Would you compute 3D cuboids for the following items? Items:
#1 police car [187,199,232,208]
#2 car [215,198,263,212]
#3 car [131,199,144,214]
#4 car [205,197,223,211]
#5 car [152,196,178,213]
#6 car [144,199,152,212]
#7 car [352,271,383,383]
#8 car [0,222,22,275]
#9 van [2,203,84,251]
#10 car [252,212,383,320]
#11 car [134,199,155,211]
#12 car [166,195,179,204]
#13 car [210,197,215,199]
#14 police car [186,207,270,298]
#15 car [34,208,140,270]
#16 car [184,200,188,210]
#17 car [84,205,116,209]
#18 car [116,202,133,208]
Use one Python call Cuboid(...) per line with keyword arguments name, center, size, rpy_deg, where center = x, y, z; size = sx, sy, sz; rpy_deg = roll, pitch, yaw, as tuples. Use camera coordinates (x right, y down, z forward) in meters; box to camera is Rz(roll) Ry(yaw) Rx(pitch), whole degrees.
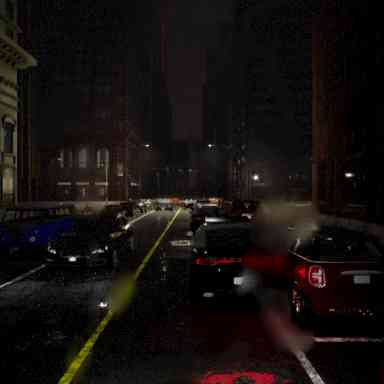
Cuboid(name="police car", center=(0.838, 1.429, 18.679), size=(1.930, 1.638, 5.238), rpy_deg=(0, 0, 0))
Cuboid(name="car", center=(2.728, 1.318, 18.590), size=(2.192, 1.841, 5.009), rpy_deg=(0, 0, 0))
Cuboid(name="car", center=(-5.814, 1.575, 29.846), size=(1.947, 1.339, 4.313), rpy_deg=(0, 0, 0))
Cuboid(name="car", center=(2.693, 1.458, 41.134), size=(1.967, 1.590, 4.097), rpy_deg=(0, 0, 0))
Cuboid(name="car", center=(-3.060, 1.507, 37.627), size=(2.128, 1.511, 4.902), rpy_deg=(0, 0, 0))
Cuboid(name="car", center=(-5.823, 1.580, 35.483), size=(1.947, 1.339, 4.313), rpy_deg=(0, 0, 0))
Cuboid(name="car", center=(2.756, 1.582, 1.682), size=(1.802, 1.307, 4.206), rpy_deg=(0, 0, 0))
Cuboid(name="car", center=(-5.778, 1.582, 7.300), size=(1.802, 1.307, 4.206), rpy_deg=(0, 0, 0))
Cuboid(name="van", center=(-5.788, 1.342, 12.937), size=(1.690, 1.788, 3.998), rpy_deg=(0, 0, 0))
Cuboid(name="car", center=(2.747, 1.440, 7.318), size=(1.967, 1.590, 4.097), rpy_deg=(0, 0, 0))
Cuboid(name="car", center=(-5.832, 1.569, 41.119), size=(2.008, 1.369, 4.403), rpy_deg=(0, 0, 0))
Cuboid(name="car", center=(-4.537, 1.402, 60.109), size=(4.553, 1.767, 2.097), rpy_deg=(0, 0, 38))
Cuboid(name="car", center=(2.719, 1.321, 24.226), size=(2.192, 1.841, 5.009), rpy_deg=(0, 0, 0))
Cuboid(name="police car", center=(0.886, 1.426, 8.679), size=(1.930, 1.638, 5.238), rpy_deg=(0, 0, 0))
Cuboid(name="car", center=(-3.118, 1.506, 11.094), size=(1.837, 1.490, 4.892), rpy_deg=(0, 0, 0))
Cuboid(name="car", center=(-0.068, 1.621, 42.972), size=(1.895, 1.301, 4.718), rpy_deg=(0, 0, 0))
Cuboid(name="car", center=(-5.796, 1.528, 18.403), size=(1.752, 1.417, 4.829), rpy_deg=(0, 0, 0))
Cuboid(name="car", center=(-5.804, 1.588, 24.210), size=(1.802, 1.307, 4.206), rpy_deg=(0, 0, 0))
